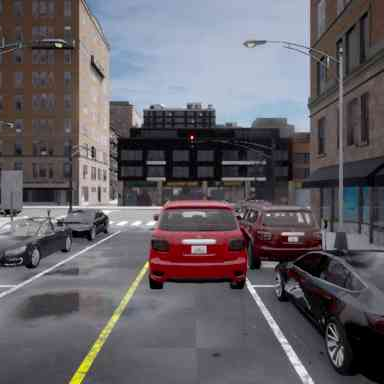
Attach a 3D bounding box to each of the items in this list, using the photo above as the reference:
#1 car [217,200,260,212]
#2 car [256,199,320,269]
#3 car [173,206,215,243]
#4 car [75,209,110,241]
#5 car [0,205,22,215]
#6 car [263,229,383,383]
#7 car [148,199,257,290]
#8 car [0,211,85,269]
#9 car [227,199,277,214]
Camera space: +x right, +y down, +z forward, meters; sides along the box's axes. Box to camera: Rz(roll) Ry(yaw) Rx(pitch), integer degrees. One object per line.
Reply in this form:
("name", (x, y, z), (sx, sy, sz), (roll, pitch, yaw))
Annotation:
("car", (5.425, 1.634, 39.016), (4.718, 1.301, 1.895), (0, 0, 0))
("car", (2.637, 1.314, 11.054), (2.192, 1.841, 5.009), (0, 0, 0))
("car", (0.092, 1.525, 16.972), (1.812, 1.442, 4.674), (0, 0, 0))
("car", (-5.387, 1.565, 16.717), (1.947, 1.339, 4.313), (0, 0, 0))
("car", (-17.512, 1.523, 28.959), (4.718, 1.301, 1.895), (0, 0, 0))
("car", (2.636, 1.566, 5.392), (1.947, 1.339, 4.313), (0, 0, 0))
("car", (0.080, 1.221, 9.214), (2.150, 2.045, 5.566), (0, 0, -1))
("car", (-5.388, 1.550, 11.055), (2.008, 1.369, 4.403), (0, 0, 0))
("car", (6.271, 1.543, 35.032), (4.892, 1.490, 1.837), (1, -1, -12))
